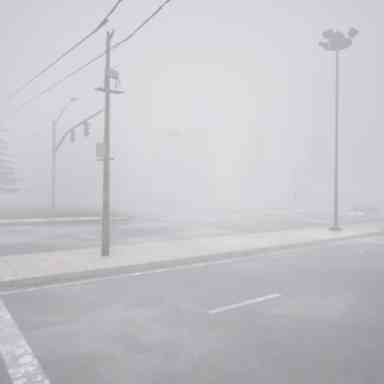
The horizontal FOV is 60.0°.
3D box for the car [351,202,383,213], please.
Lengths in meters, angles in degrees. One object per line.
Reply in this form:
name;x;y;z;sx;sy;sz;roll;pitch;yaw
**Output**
car;23.381;2.105;44.976;4.181;1.385;1.994;1;0;-36
